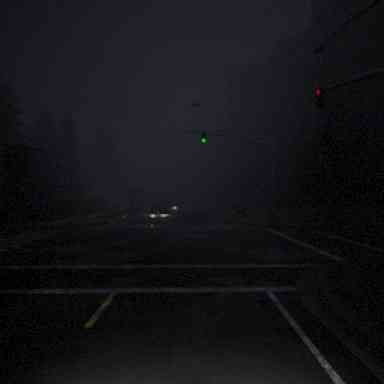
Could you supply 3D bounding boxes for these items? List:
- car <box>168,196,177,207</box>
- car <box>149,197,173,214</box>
[{"bbox_3d":[-3.564,1.508,54.756,2.097,1.767,4.553,0,0,0],"label":"car"},{"bbox_3d":[-3.602,1.654,37.486,2.033,1.411,5.357,0,0,0],"label":"car"}]
